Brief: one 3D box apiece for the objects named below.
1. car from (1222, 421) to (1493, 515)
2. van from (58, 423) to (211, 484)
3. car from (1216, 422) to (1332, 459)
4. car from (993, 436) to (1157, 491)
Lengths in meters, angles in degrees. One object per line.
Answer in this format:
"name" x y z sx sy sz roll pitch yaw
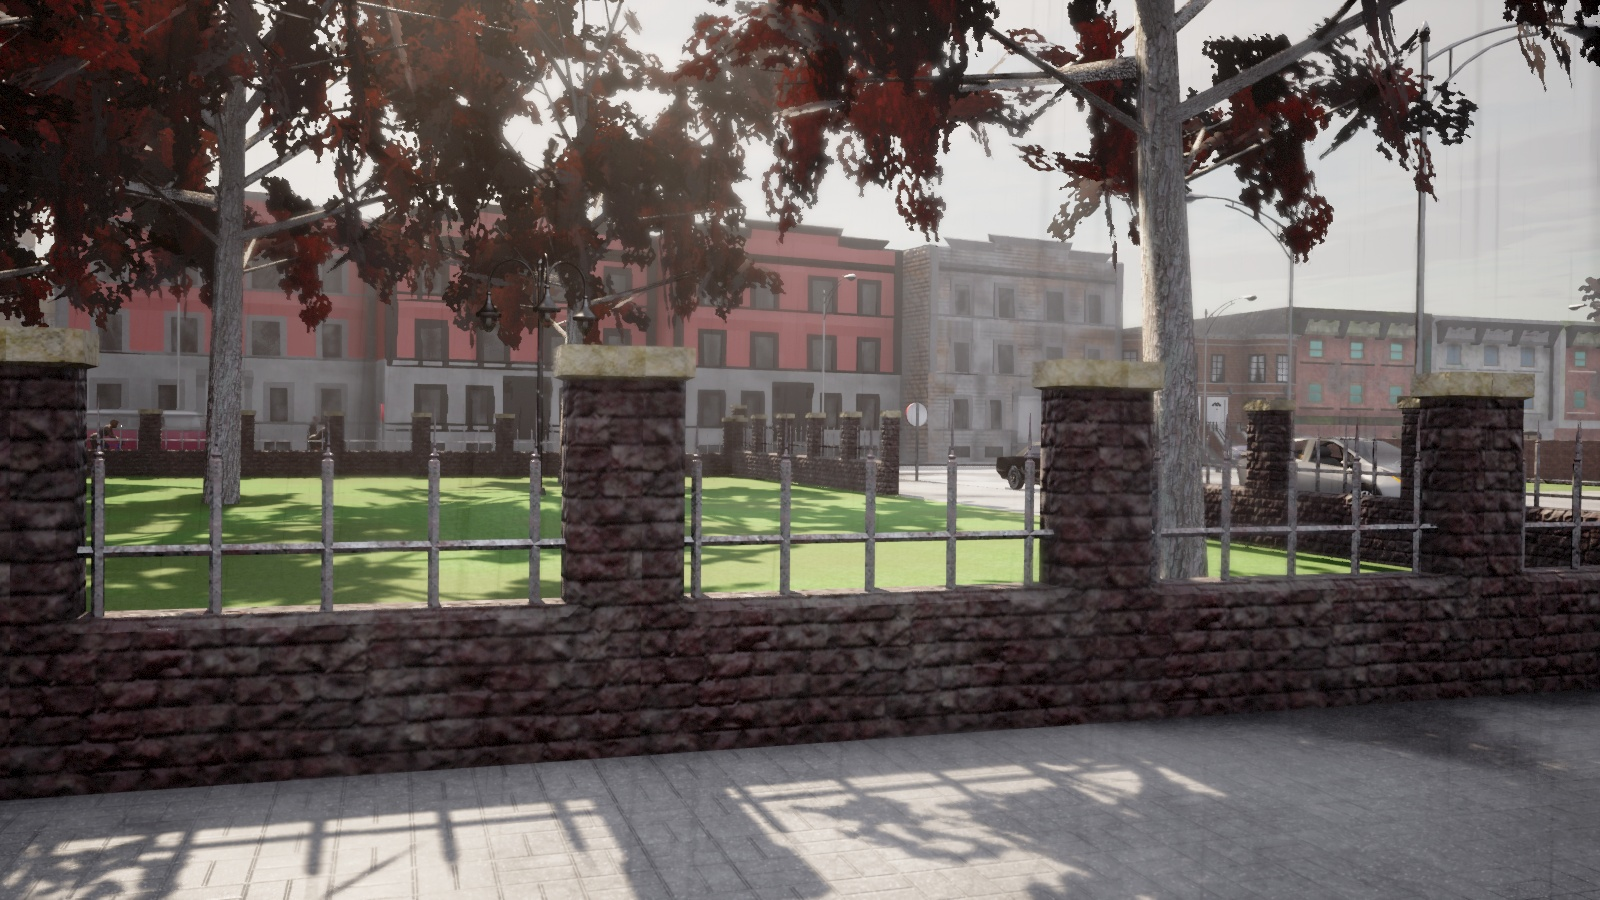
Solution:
"car" 10.067 0.260 23.108 2.007 1.525 4.514 -1 1 -20
"van" -23.070 0.089 43.722 4.442 1.987 1.775 -1 1 -18
"car" 22.012 -0.459 58.345 4.856 1.649 2.033 -1 1 -18
"car" 6.994 0.294 32.525 1.895 1.301 4.718 -1 1 -20
